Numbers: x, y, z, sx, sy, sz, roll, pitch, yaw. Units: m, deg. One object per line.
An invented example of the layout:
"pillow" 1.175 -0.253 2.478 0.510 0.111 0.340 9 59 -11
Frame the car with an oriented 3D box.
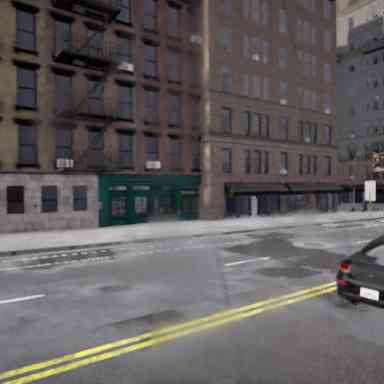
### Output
"car" 4.840 1.538 6.895 4.674 1.442 1.812 0 0 -35
